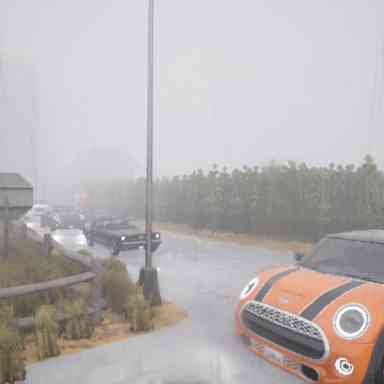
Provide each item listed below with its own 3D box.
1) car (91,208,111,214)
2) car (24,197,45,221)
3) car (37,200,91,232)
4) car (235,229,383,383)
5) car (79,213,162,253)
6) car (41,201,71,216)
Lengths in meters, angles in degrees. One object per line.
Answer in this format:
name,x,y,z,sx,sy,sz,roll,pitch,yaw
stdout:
car,-7.818,1.941,27.012,1.895,1.301,4.718,1,-1,-35
car,-14.891,1.541,31.528,2.150,2.045,5.566,1,0,-34
car,-8.898,1.646,22.808,2.097,1.767,4.553,1,-1,-35
car,2.862,1.453,5.400,4.553,1.767,2.097,1,-1,-35
car,-3.182,1.830,14.543,1.895,1.301,4.718,1,-1,-35
car,-15.867,1.850,38.578,2.128,1.511,4.902,1,-1,-36
